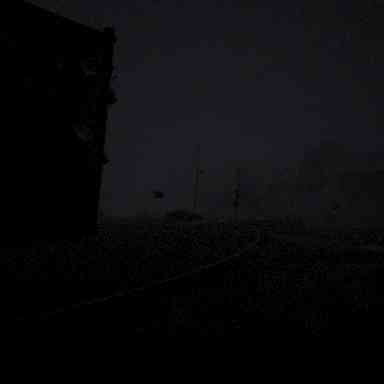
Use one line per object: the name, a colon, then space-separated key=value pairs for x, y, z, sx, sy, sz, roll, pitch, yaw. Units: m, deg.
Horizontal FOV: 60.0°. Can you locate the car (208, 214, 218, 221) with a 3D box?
car: x=2.998 y=4.753 z=59.618 sx=2.185 sy=1.767 sz=4.553 roll=1 pitch=-7 yaw=31

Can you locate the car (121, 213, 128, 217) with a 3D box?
car: x=-14.023 y=5.858 z=80.287 sx=2.185 sy=1.767 sz=4.553 roll=0 pitch=-7 yaw=31

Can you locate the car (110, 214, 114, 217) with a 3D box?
car: x=-17.804 y=6.161 z=84.873 sx=2.185 sy=1.767 sz=4.553 roll=-1 pitch=-8 yaw=31

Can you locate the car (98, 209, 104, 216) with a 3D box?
car: x=-16.790 y=3.596 z=57.043 sx=1.837 sy=1.490 sz=4.892 roll=7 pitch=-7 yaw=-39

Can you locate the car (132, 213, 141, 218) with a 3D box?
car: x=-10.259 y=5.446 z=75.658 sx=2.435 sy=2.045 sz=5.566 roll=0 pitch=-7 yaw=31

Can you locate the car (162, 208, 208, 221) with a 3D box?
car: x=-0.830 y=2.621 z=37.672 sx=1.882 sy=1.535 sz=5.008 roll=7 pitch=-7 yaw=-39

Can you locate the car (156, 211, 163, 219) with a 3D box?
car: x=-4.588 y=5.325 z=68.774 sx=2.097 sy=1.535 sz=5.008 roll=0 pitch=-7 yaw=31

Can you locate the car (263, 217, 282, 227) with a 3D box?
car: x=12.419 y=4.356 z=48.084 sx=2.002 sy=1.452 sz=4.674 roll=0 pitch=-7 yaw=31

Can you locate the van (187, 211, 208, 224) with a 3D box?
van: x=1.040 y=4.748 z=61.800 sx=1.878 sy=1.987 sz=4.442 roll=1 pitch=-7 yaw=31

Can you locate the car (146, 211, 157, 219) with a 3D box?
car: x=-6.457 y=5.196 z=71.120 sx=2.435 sy=2.045 sz=5.566 roll=0 pitch=-7 yaw=31

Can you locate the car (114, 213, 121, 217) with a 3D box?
car: x=-16.026 y=6.100 z=82.378 sx=1.946 sy=1.575 sz=5.366 roll=0 pitch=-7 yaw=31

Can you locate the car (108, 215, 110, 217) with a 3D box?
car: x=-19.728 y=6.441 z=87.119 sx=2.097 sy=1.535 sz=5.008 roll=-1 pitch=-8 yaw=31

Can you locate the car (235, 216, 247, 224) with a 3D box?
car: x=8.553 y=4.514 z=52.525 sx=1.946 sy=1.575 sz=5.366 roll=1 pitch=-7 yaw=31

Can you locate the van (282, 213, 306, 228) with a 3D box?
van: x=14.276 y=3.966 z=45.711 sx=1.878 sy=1.987 sz=4.442 roll=1 pitch=-7 yaw=31

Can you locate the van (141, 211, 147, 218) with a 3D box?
van: x=-8.417 y=5.330 z=73.288 sx=1.878 sy=1.987 sz=4.442 roll=0 pitch=-7 yaw=31

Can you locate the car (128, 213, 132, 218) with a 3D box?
car: x=-12.156 y=5.875 z=77.952 sx=2.002 sy=1.452 sz=4.674 roll=0 pitch=-7 yaw=31

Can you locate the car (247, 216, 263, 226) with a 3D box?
car: x=10.536 y=4.468 z=50.383 sx=2.002 sy=1.452 sz=4.674 roll=1 pitch=-7 yaw=31
